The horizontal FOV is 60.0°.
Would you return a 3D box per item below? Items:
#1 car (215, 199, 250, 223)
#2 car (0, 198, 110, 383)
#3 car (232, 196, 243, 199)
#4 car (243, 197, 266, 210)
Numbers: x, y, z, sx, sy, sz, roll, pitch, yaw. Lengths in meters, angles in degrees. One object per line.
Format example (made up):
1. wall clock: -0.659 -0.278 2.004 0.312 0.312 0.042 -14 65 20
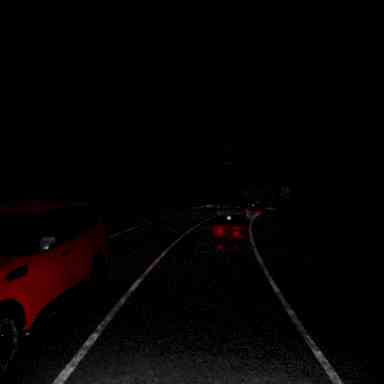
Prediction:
1. car: 2.954 1.454 24.435 1.895 1.301 4.718 1 0 12
2. car: -3.087 1.169 5.570 2.150 2.045 5.566 0 0 3
3. car: 6.669 1.289 47.237 2.033 1.411 5.357 2 1 23
4. car: 7.944 1.378 41.107 1.812 1.442 4.674 2 1 20
